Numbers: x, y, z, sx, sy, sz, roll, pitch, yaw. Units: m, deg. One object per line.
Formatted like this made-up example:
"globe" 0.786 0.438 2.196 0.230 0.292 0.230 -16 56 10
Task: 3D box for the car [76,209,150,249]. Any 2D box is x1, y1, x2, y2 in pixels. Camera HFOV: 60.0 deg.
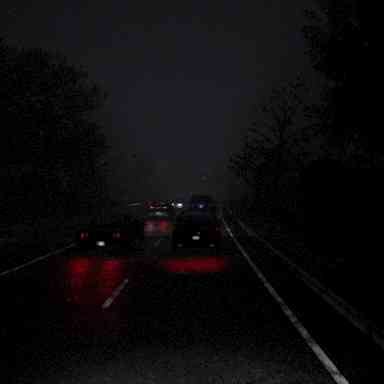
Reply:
"car" -3.280 1.613 14.468 1.895 1.301 4.718 0 0 2

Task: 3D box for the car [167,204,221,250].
"car" 0.218 1.482 14.334 1.882 1.535 5.008 0 0 2

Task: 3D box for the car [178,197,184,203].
"car" -2.806 1.653 67.463 1.895 1.301 4.718 0 0 6

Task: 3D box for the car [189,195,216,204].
"car" 0.883 1.255 29.191 2.150 2.045 5.566 0 0 3

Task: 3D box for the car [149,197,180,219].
"car" -2.613 1.492 29.370 2.128 1.511 4.902 0 0 3
